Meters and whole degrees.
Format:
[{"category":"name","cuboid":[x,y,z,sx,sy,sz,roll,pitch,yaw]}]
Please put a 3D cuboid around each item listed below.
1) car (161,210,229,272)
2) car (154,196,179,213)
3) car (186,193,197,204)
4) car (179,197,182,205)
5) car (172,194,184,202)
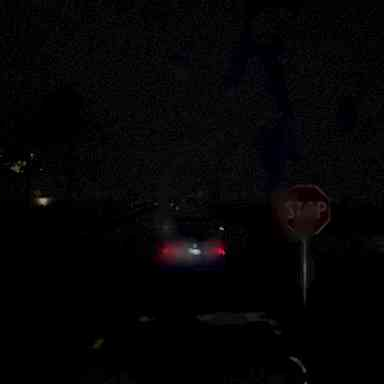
[{"category":"car","cuboid":[0.076,1.516,10.660,2.033,1.411,5.357,0,0,0]},{"category":"car","cuboid":[-2.858,1.275,36.092,2.097,1.767,4.553,0,0,0]},{"category":"car","cuboid":[-0.020,1.438,61.853,1.837,1.490,4.892,0,0,0]},{"category":"car","cuboid":[-2.852,1.414,50.669,2.128,1.511,4.902,0,0,0]},{"category":"car","cuboid":[-2.772,1.133,66.636,2.033,1.411,5.357,0,0,0]}]
